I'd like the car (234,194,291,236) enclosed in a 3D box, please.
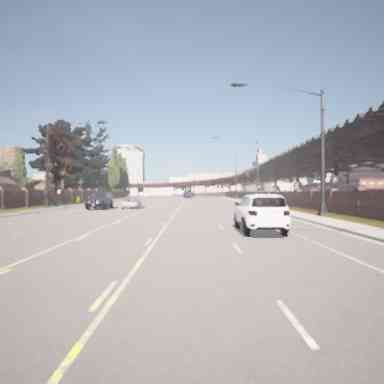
[{"bbox_3d":[3.599,1.125,17.865,2.150,2.045,5.566,0,0,0],"label":"car"}]

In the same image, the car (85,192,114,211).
[{"bbox_3d":[-10.588,1.006,38.452,2.150,2.045,5.566,0,1,0],"label":"car"}]

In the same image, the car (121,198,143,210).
[{"bbox_3d":[-7.089,1.382,39.408,1.895,1.301,4.718,0,0,0],"label":"car"}]

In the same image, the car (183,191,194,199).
[{"bbox_3d":[-1.227,0.847,89.601,2.097,1.767,4.553,0,0,0],"label":"car"}]
